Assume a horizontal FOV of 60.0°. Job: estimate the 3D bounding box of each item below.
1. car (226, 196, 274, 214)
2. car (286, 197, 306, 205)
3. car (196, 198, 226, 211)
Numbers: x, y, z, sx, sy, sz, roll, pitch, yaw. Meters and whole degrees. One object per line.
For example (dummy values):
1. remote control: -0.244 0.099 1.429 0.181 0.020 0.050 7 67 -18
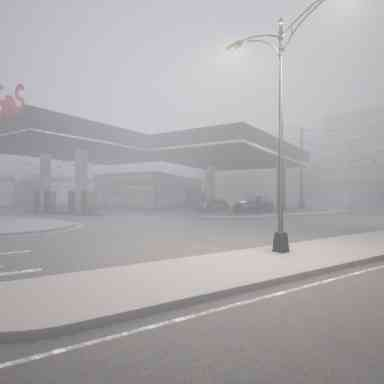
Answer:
1. car: 6.278 1.295 34.134 4.611 1.667 2.242 0 0 -35
2. car: 17.805 1.525 58.842 1.812 1.442 4.674 0 0 -35
3. car: 2.359 1.456 38.403 3.806 1.475 1.970 0 0 -35
